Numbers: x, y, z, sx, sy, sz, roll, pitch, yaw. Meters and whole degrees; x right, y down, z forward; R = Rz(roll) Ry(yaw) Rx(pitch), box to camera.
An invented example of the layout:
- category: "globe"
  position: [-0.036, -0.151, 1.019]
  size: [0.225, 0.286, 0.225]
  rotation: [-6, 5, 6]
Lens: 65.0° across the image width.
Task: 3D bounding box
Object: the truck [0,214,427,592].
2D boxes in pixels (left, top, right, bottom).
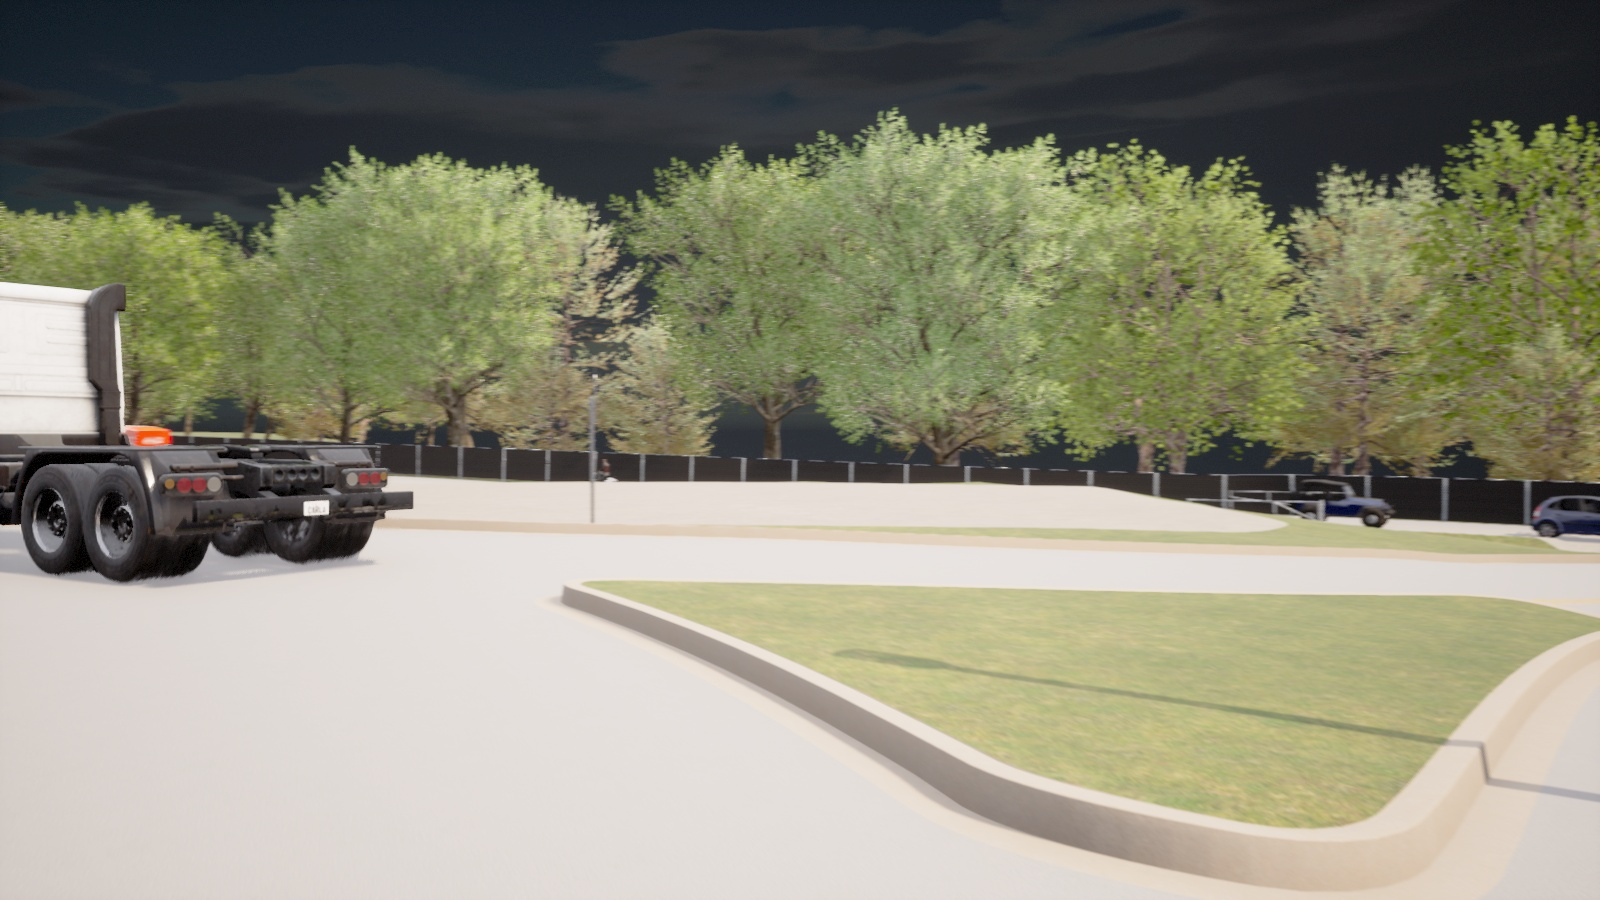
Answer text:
- category: "truck"
  position: [-8.306, -0.473, 14.794]
  size: [7.936, 3.462, 2.891]
  rotation: [1, 1, 31]

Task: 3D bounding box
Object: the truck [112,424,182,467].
- category: "truck"
  position: [-43.424, -0.336, 83.426]
  size: [5.204, 2.467, 2.627]
  rotation: [6, 5, 44]

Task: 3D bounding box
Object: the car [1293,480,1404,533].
- category: "car"
  position: [22.237, 2.238, 50.915]
  size: [3.866, 1.878, 1.905]
  rotation: [1, 2, 32]

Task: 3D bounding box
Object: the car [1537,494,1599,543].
- category: "car"
  position: [29.246, 2.523, 45.581]
  size: [3.988, 1.617, 1.851]
  rotation: [2, 2, 41]
